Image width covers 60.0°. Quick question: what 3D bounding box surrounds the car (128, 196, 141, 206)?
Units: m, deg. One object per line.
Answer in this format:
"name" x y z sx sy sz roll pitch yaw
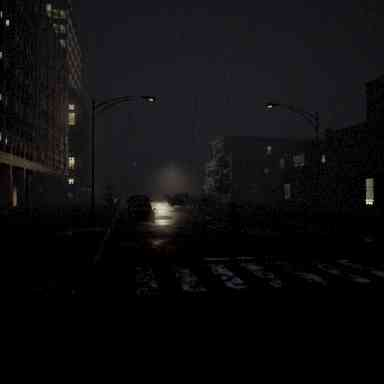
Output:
"car" -8.772 1.283 50.397 1.752 1.417 4.829 1 0 -11

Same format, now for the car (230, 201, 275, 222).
"car" 4.654 1.442 25.141 1.752 1.417 4.829 1 0 -11

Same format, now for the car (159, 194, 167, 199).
"car" -7.945 1.244 90.207 1.802 1.307 4.206 1 0 -11

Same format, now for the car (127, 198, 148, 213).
"car" -5.647 1.374 34.256 2.008 1.369 4.403 1 0 -11

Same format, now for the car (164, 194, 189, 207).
"car" -2.203 1.355 46.997 2.033 1.411 5.357 0 0 -12

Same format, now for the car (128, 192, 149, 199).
"car" -4.592 1.162 28.819 2.192 1.841 5.009 1 0 -11

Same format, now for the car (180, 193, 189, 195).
"car" -0.609 1.328 52.322 1.752 1.417 4.829 1 0 -11

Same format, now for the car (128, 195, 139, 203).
"car" -10.910 1.281 61.436 1.947 1.339 4.313 1 0 -11

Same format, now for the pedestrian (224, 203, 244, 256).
"pedestrian" 1.441 1.235 11.424 0.375 1.860 0.375 1 0 -11

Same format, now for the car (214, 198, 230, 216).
"car" 3.634 1.475 30.411 1.802 1.307 4.206 1 0 -11

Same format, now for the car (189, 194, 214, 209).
"car" 1.531 1.162 41.282 2.192 1.841 5.009 1 0 -11

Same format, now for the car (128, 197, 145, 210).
"car" -6.699 1.345 39.692 1.887 1.381 4.507 1 0 -11

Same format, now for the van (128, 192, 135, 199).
"van" -16.171 0.958 88.615 1.690 1.788 3.998 1 0 -11

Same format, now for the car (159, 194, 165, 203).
"car" -4.963 1.257 61.179 1.837 1.490 4.892 0 0 -11

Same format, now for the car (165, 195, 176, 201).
"car" -4.787 1.286 73.899 1.947 1.339 4.313 1 0 -11

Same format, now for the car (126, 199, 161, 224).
"car" -3.542 1.422 23.384 2.008 1.369 4.403 1 0 -11

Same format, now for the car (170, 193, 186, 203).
"car" -2.679 1.076 63.026 2.192 1.841 5.009 1 0 -11
